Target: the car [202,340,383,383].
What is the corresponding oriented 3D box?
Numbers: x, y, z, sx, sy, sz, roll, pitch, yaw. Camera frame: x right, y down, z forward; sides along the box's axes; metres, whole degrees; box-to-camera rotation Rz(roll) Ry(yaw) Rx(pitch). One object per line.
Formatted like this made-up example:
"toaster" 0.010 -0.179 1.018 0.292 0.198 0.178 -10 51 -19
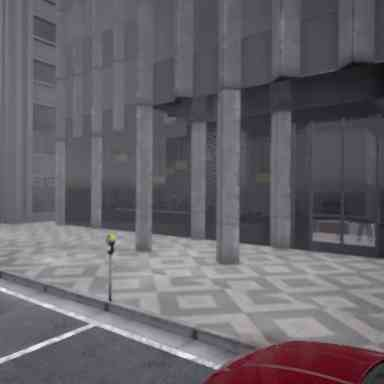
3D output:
"car" 2.011 1.550 1.528 4.507 1.381 1.887 0 0 35
